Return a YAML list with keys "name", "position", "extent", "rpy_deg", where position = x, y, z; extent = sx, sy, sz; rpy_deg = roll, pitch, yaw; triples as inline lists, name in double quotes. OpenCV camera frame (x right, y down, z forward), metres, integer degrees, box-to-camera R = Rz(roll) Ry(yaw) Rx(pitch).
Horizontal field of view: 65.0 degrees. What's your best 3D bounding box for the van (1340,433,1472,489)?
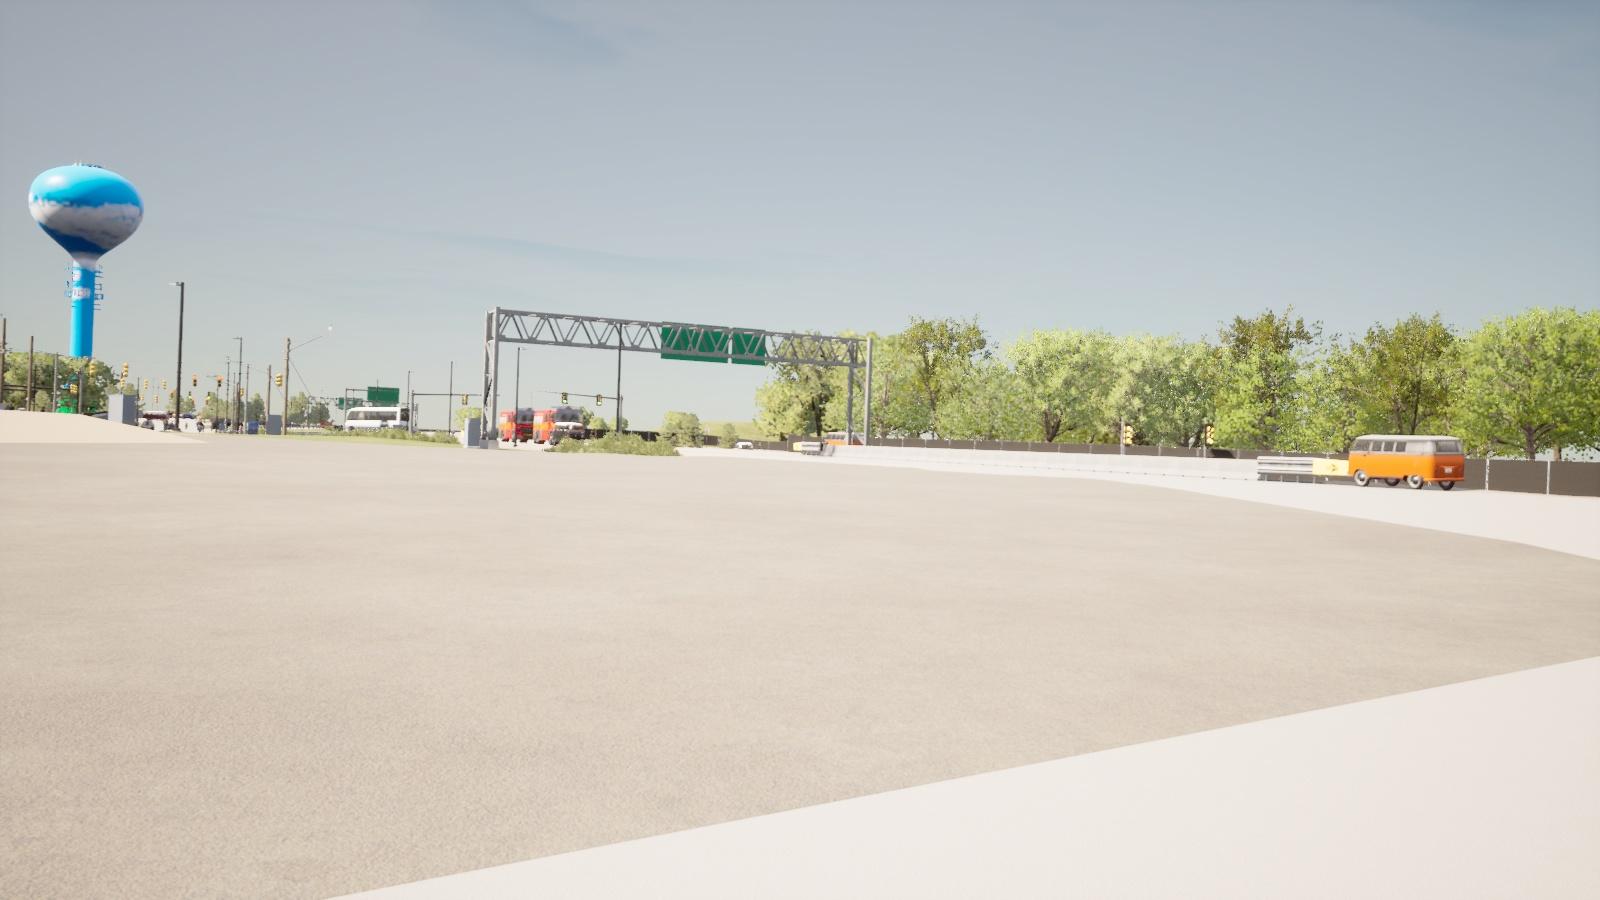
- name: "van"
  position: [22.553, 0.355, 46.925]
  extent: [1.775, 1.987, 4.442]
  rpy_deg: [0, 1, -20]
